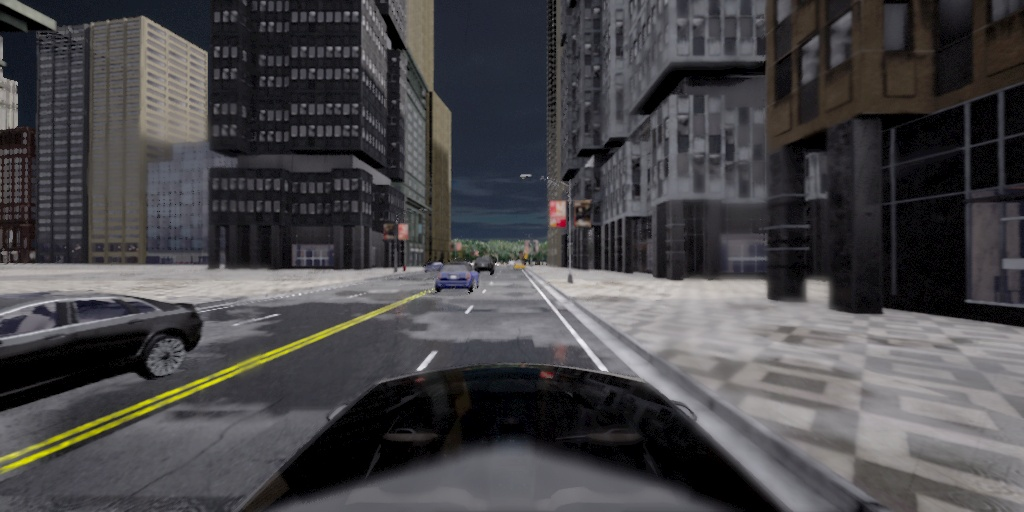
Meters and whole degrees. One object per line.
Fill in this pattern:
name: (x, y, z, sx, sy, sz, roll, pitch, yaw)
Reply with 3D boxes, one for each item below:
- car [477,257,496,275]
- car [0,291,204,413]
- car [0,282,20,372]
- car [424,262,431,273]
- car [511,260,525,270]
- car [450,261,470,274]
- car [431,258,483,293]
car: (-3.147, 1.110, 41.735, 2.150, 2.045, 5.566, 0, 0, 0)
car: (-6.600, 1.252, 4.530, 2.128, 1.511, 4.902, 0, 0, 0)
car: (-9.851, 1.236, 3.991, 1.882, 1.535, 5.008, 0, 0, 0)
car: (-9.827, 1.428, 45.635, 1.812, 1.442, 4.674, 0, 0, 0)
car: (1.143, 1.409, 57.211, 1.801, 1.575, 5.366, 0, 0, 0)
car: (-6.577, 1.405, 45.658, 1.837, 1.490, 4.892, 0, 0, 0)
car: (-3.147, 1.171, 21.435, 2.097, 1.767, 4.553, 0, 0, 0)
